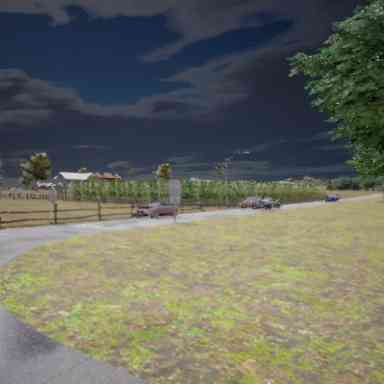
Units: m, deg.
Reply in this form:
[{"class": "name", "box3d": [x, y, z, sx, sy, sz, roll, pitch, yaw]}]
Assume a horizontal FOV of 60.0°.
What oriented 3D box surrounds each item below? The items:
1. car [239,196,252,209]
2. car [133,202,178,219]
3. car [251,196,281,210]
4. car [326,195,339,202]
[{"class": "car", "box3d": [8.063, 1.357, 44.744, 2.097, 1.767, 4.553, -1, -1, 35]}, {"class": "car", "box3d": [-3.098, 1.574, 28.831, 1.994, 1.385, 4.181, -1, -1, 35]}, {"class": "car", "box3d": [9.644, 1.473, 41.884, 1.812, 1.442, 4.674, -1, -1, 35]}, {"class": "car", "box3d": [30.116, 1.355, 71.261, 1.882, 1.535, 5.008, -1, -1, 35]}]
